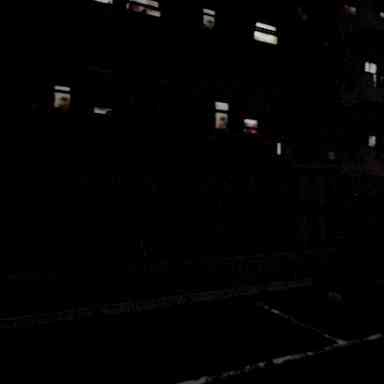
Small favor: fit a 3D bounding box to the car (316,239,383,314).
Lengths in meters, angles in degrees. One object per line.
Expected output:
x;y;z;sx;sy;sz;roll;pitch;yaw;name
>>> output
4.893;1.762;7.679;4.313;1.339;1.947;0;-2;-24;car
